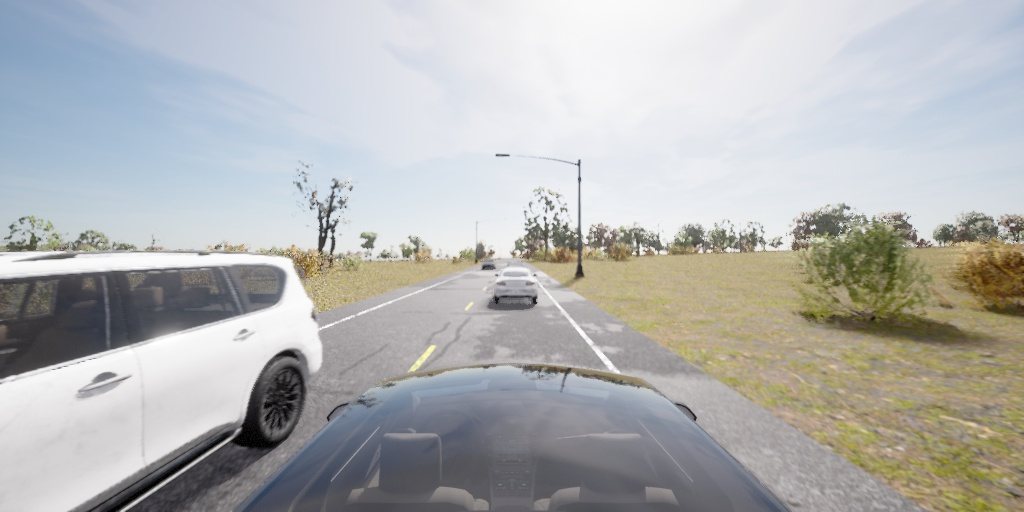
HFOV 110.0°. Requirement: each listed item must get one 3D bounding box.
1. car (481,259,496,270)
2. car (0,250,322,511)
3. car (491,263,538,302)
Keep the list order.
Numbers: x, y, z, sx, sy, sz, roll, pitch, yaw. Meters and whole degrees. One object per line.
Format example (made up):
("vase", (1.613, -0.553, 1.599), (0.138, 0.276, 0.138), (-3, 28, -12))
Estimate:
("car", (-3.182, 1.120, 49.692), (1.837, 1.490, 4.892), (0, 0, 0))
("car", (-3.506, 0.973, 2.299), (2.150, 2.045, 5.566), (0, 0, 0))
("car", (0.172, 1.232, 16.425), (1.812, 1.442, 4.674), (0, 0, 1))
